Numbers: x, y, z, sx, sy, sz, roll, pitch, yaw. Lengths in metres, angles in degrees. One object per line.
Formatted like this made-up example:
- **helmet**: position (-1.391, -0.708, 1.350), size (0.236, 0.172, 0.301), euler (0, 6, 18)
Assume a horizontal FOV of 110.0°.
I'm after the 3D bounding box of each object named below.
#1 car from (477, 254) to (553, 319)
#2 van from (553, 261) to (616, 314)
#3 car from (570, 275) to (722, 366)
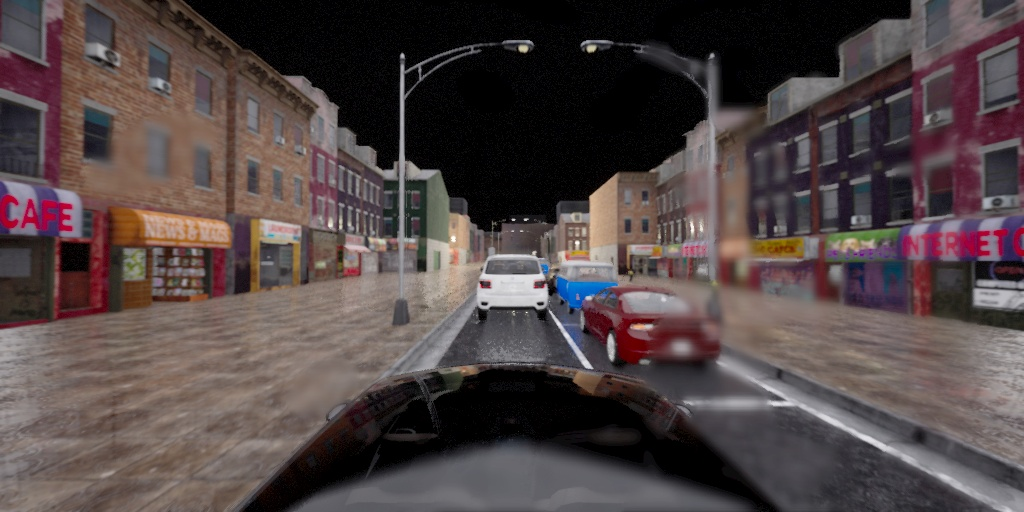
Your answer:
- **car**: position (0.012, 0.966, 12.847), size (2.150, 2.045, 5.566), euler (0, 0, 0)
- **van**: position (2.631, 1.085, 13.356), size (1.690, 1.789, 3.998), euler (0, 0, 0)
- **car**: position (2.634, 1.292, 7.815), size (1.888, 1.381, 4.507), euler (0, 0, 0)
